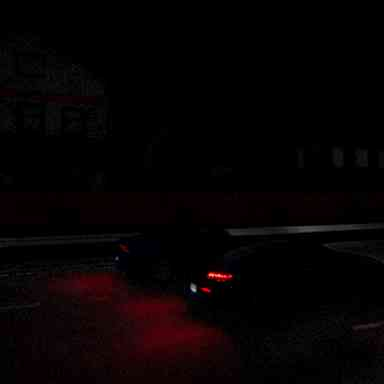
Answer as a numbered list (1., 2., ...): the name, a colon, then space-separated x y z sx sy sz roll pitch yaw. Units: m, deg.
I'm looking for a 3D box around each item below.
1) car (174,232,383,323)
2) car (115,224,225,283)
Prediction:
1. car: 2.166 1.693 7.331 4.674 1.442 1.812 0 -1 -21
2. car: 0.190 1.723 10.317 5.008 1.535 1.882 0 -1 -21
